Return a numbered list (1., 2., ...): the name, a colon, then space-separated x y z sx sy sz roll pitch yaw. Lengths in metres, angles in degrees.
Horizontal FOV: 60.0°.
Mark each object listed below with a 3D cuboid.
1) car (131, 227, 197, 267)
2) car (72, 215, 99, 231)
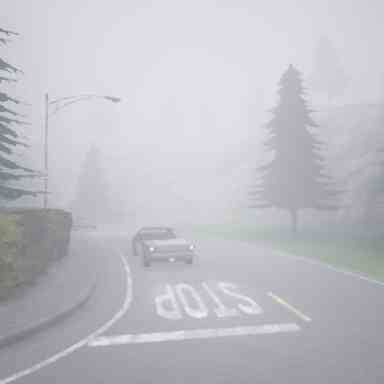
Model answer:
1. car: -1.320 2.143 13.779 1.895 1.301 4.718 0 -2 -17
2. car: -10.508 2.841 30.897 1.895 1.301 4.718 2 -3 -42
